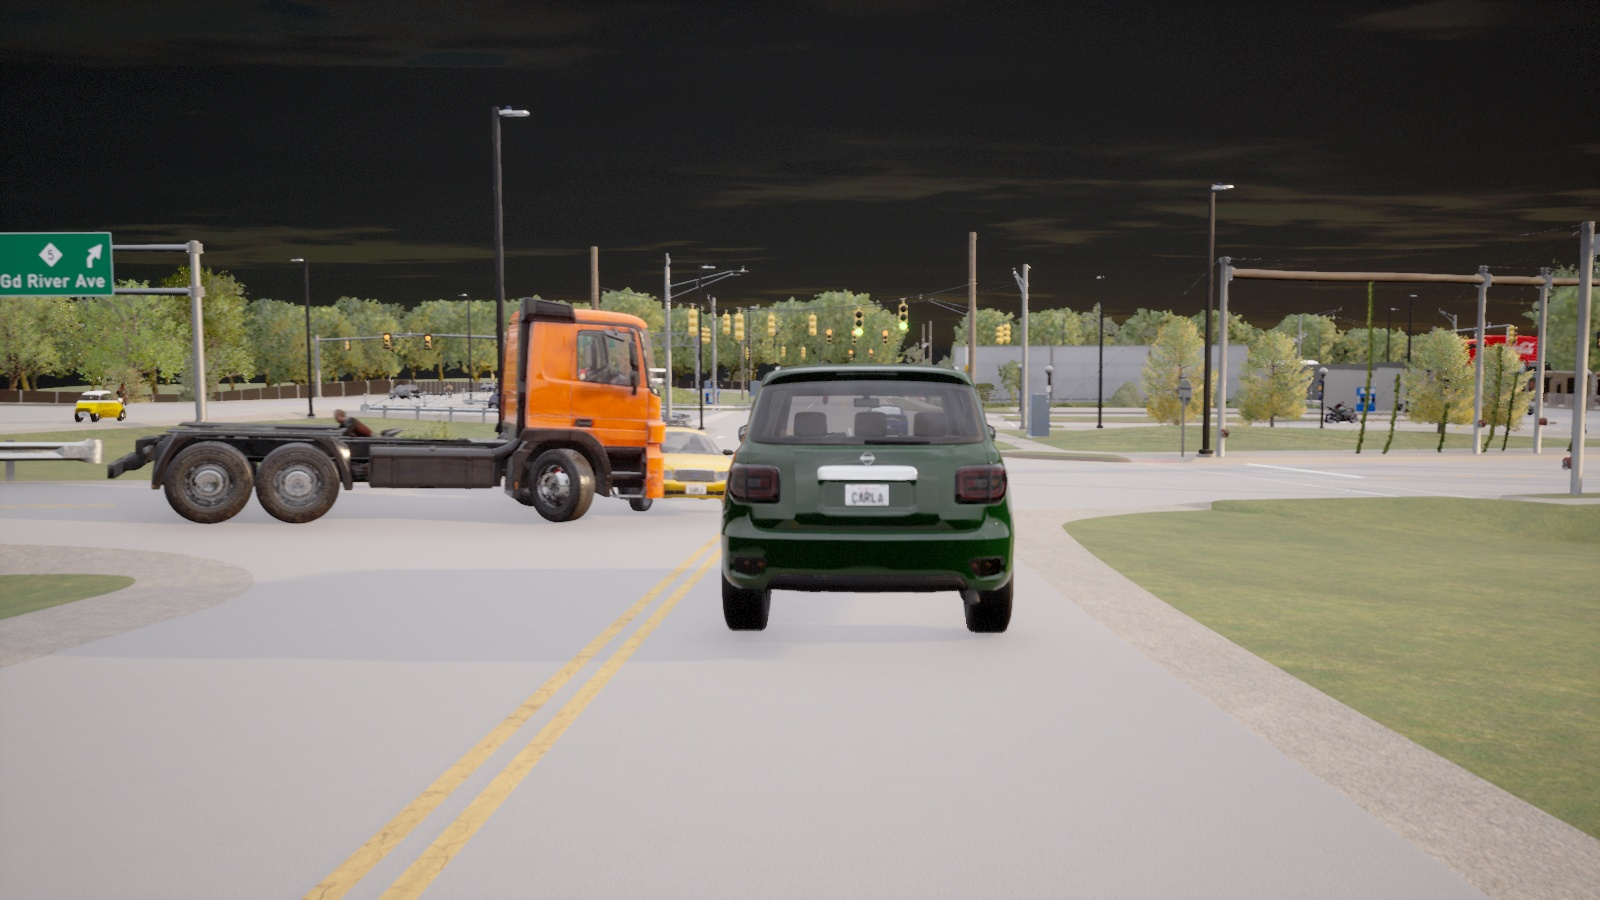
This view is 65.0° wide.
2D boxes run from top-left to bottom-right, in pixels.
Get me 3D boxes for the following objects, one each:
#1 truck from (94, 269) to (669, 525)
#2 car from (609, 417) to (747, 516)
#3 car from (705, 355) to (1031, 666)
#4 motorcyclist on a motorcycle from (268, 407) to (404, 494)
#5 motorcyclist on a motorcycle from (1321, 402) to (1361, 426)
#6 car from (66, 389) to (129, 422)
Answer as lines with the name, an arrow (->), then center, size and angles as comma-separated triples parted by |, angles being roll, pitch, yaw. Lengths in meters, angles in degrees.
truck -> -6.360, -0.723, 19.757 | 7.936, 3.462, 2.891 | 1, 3, -22
car -> -2.419, 0.212, 23.491 | 1.801, 1.575, 5.366 | 2, 1, -14
car -> 0.580, 0.344, 11.087 | 2.150, 2.045, 5.566 | 0, 1, 3
motorcyclist on a motorcycle -> -8.620, 0.004, 23.368 | 2.191, 1.530, 0.866 | 0, 4, -35
motorcyclist on a motorcycle -> 35.504, -2.396, 82.424 | 2.191, 1.530, 0.866 | -1, 4, -2
car -> -31.096, -1.989, 55.648 | 1.481, 1.376, 2.207 | 0, 4, 2
